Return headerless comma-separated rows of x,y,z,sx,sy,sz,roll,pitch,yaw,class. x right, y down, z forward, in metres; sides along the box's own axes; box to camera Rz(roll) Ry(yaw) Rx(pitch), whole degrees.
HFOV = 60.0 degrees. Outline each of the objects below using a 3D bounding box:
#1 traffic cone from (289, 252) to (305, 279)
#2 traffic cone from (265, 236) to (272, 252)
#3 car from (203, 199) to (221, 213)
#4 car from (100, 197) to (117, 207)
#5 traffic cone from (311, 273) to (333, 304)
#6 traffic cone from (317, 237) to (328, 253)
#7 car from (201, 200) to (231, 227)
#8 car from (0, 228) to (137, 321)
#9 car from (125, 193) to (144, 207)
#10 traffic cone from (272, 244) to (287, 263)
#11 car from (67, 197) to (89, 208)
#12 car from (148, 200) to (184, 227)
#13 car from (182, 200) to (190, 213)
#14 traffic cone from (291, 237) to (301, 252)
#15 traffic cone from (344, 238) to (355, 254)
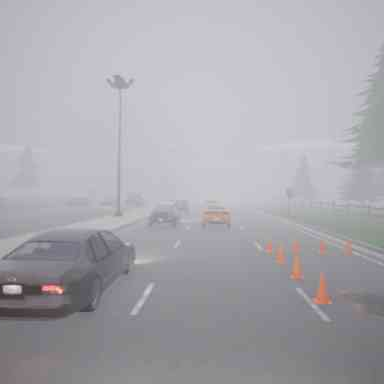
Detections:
2.841,2.009,8.994,0.340,0.580,0.340,1,0,3,traffic cone
3.050,2.021,12.988,0.340,0.580,0.340,1,0,3,traffic cone
2.325,1.666,39.989,2.033,1.411,5.357,1,0,2,car
-12.509,1.517,51.065,2.033,1.411,5.357,1,0,2,car
2.736,2.004,6.996,0.340,0.580,0.340,1,0,3,traffic cone
5.047,2.044,12.883,0.340,0.580,0.340,1,0,3,traffic cone
1.685,1.551,23.506,1.882,1.535,5.008,1,0,3,car
-2.644,1.534,7.581,2.033,1.411,5.357,1,0,2,car
-8.962,1.239,52.155,2.150,2.045,5.566,1,-1,2,car
2.945,2.015,10.991,0.340,0.580,0.340,1,0,3,traffic cone
-16.134,1.425,47.399,1.837,1.490,4.892,1,-1,2,car
-1.839,1.556,22.984,1.812,1.442,4.674,1,0,3,car
-1.222,1.621,38.702,2.033,1.411,5.357,1,0,2,car
4.049,2.032,12.936,0.340,0.580,0.340,1,0,3,traffic cone
6.046,2.056,12.831,0.340,0.580,0.340,1,0,3,traffic cone
